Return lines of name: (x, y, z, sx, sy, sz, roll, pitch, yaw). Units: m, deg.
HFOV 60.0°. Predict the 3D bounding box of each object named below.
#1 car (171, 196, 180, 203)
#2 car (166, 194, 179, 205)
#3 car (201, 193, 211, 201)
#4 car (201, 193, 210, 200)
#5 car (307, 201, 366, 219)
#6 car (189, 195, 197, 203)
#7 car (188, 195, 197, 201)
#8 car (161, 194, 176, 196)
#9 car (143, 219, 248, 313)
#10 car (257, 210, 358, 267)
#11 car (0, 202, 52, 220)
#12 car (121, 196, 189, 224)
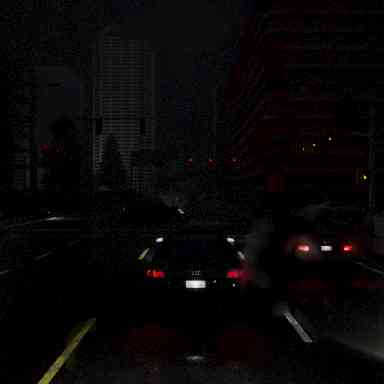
car: (-3.455, 1.524, 70.608, 1.812, 1.442, 4.674, 0, 0, 0)
car: (-3.532, 1.352, 60.629, 2.097, 1.767, 4.553, 0, 0, 0)
car: (3.551, 1.493, 80.538, 1.837, 1.490, 4.892, 0, 0, 0)
car: (3.557, 1.207, 90.422, 2.150, 2.045, 5.566, 0, 0, 0)
car: (11.965, 1.468, 27.679, 4.674, 1.442, 1.812, 0, 0, -5)
car: (0.072, 1.501, 71.051, 1.837, 1.490, 4.892, 0, 0, 0)
car: (0.052, 1.534, 81.396, 2.033, 1.411, 5.357, 0, 0, 0)
car: (-3.563, 1.491, 50.704, 2.128, 1.511, 4.902, 0, 0, 0)
car: (0.074, 1.564, 7.757, 1.994, 1.385, 4.181, 0, 0, 0)
car: (3.596, 1.547, 11.377, 2.033, 1.411, 5.357, 0, 0, 0)
car: (-13.821, 1.511, 27.347, 4.181, 1.385, 1.994, 0, 0, -4)
car: (-2.661, 1.335, 23.747, 4.553, 1.767, 2.097, 0, 0, 0)
